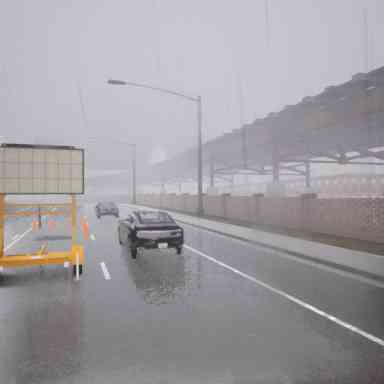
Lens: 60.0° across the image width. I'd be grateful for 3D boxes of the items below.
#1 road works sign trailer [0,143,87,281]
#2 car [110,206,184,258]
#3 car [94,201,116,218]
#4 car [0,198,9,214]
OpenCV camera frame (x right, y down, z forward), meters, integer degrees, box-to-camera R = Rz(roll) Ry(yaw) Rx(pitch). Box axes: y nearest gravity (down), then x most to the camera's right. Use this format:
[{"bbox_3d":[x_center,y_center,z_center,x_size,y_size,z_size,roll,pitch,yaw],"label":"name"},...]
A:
[{"bbox_3d":[-4.321,0.470,9.454,2.380,3.560,2.880,0,0,-19],"label":"road works sign trailer"},{"bbox_3d":[-1.746,1.497,13.000,2.128,1.511,4.902,0,0,-19],"label":"car"},{"bbox_3d":[-7.786,1.563,30.271,2.033,1.411,5.357,0,0,-19],"label":"car"},{"bbox_3d":[-20.844,1.376,35.123,2.097,1.767,4.553,0,0,-20],"label":"car"}]
